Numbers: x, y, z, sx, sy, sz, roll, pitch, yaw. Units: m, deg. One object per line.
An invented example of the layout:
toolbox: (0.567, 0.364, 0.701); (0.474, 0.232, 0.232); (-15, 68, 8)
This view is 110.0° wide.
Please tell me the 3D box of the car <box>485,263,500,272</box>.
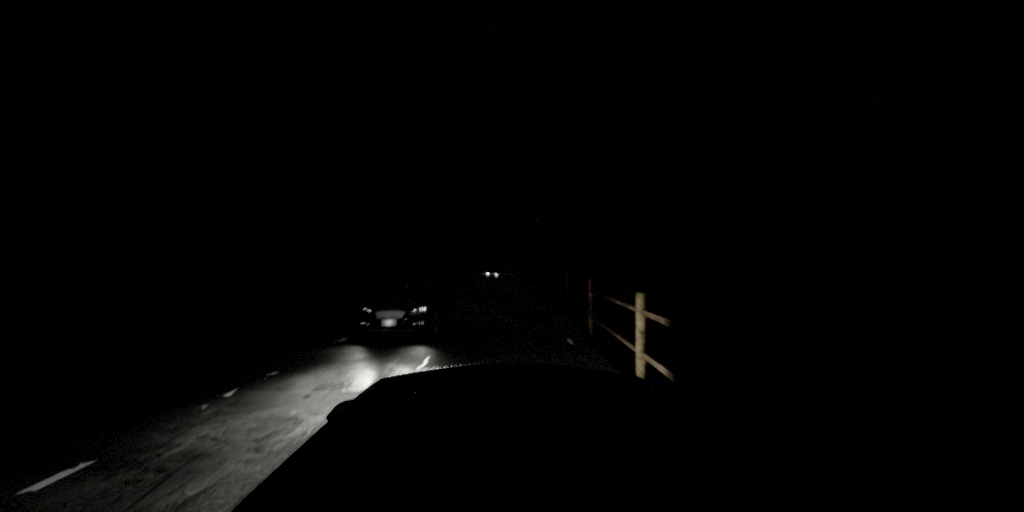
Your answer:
car: (-2.827, 1.675, 52.341); (1.994, 1.385, 4.181); (0, 0, 0)

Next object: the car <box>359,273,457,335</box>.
car: (-2.849, 1.294, 10.742); (2.128, 1.511, 4.902); (0, 0, 0)
